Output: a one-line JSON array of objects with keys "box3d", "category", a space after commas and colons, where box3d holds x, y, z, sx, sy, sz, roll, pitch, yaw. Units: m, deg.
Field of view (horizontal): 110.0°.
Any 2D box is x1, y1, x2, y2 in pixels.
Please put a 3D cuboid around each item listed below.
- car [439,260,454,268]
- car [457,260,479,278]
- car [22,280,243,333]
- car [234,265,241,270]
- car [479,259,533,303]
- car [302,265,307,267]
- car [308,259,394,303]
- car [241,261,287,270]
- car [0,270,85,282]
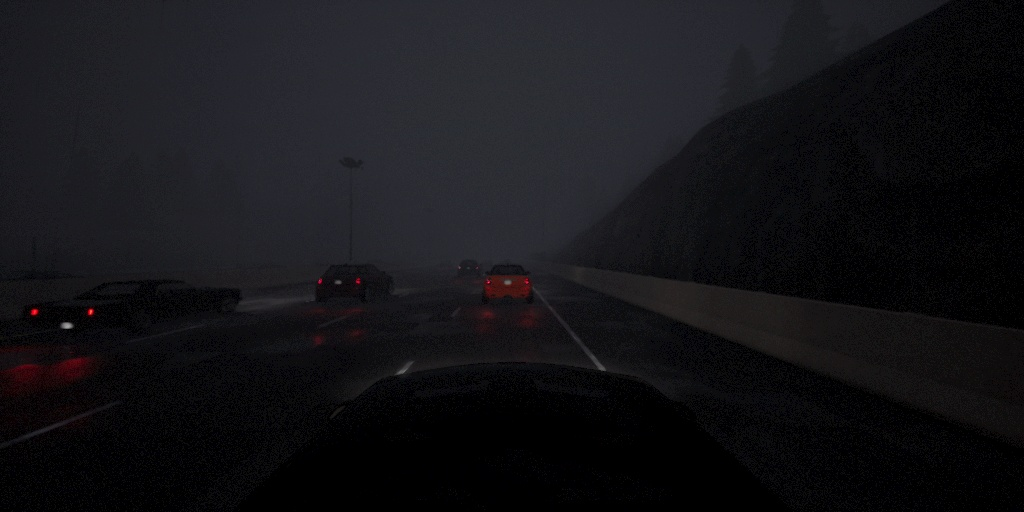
[{"box3d": [-11.369, 1.392, 62.583, 1.895, 1.301, 4.718, 0, 0, -1], "category": "car"}, {"box3d": [-3.962, 1.124, 34.550, 2.097, 1.767, 4.553, 0, 0, -1], "category": "car"}, {"box3d": [-10.584, 1.359, 10.718, 1.895, 1.301, 4.718, 0, 0, -1], "category": "car"}, {"box3d": [-32.255, 1.348, 44.628, 1.994, 1.385, 4.181, 0, 0, 0], "category": "car"}, {"box3d": [-0.205, 1.112, 16.855, 2.097, 1.767, 4.553, 0, 0, -1], "category": "car"}, {"box3d": [-25.296, 1.385, 46.858, 1.895, 1.301, 4.718, 0, 0, 0], "category": "car"}, {"box3d": [-7.207, 1.113, 16.930, 2.097, 1.767, 4.553, 0, 0, -1], "category": "car"}, {"box3d": [-28.737, 1.383, 42.028, 1.895, 1.301, 4.718, 0, 0, 0], "category": "car"}, {"box3d": [-21.380, 1.328, 15.768, 1.994, 1.385, 4.181, 0, 0, -1], "category": "car"}]
